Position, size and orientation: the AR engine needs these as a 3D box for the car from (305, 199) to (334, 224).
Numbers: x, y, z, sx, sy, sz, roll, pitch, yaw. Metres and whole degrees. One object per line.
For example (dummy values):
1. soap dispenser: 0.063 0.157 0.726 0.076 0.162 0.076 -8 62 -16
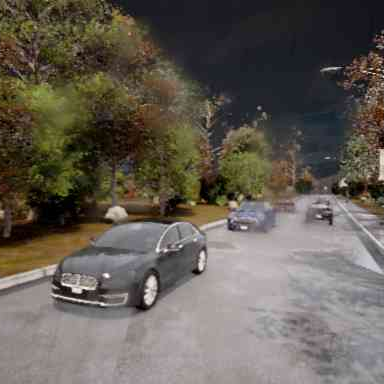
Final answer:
1. car: 9.686 1.531 25.281 1.812 1.442 4.674 2 1 22

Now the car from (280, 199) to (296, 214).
1. car: 9.445 1.434 33.791 1.994 1.385 4.181 2 1 22

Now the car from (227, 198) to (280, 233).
1. car: 3.563 1.270 19.327 2.097 1.767 4.553 2 1 22

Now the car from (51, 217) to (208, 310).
1. car: -1.060 1.405 7.845 1.837 1.490 4.892 2 1 21

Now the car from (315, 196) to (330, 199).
1. car: 19.414 1.304 49.294 2.128 1.511 4.902 2 1 22
